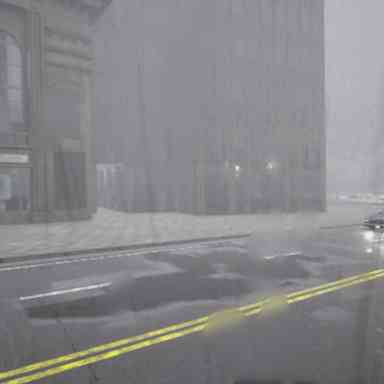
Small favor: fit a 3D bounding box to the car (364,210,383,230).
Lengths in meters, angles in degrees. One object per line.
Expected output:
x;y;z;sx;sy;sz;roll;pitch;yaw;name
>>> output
12.986;1.645;20.874;5.357;1.411;2.033;0;0;-35;car
